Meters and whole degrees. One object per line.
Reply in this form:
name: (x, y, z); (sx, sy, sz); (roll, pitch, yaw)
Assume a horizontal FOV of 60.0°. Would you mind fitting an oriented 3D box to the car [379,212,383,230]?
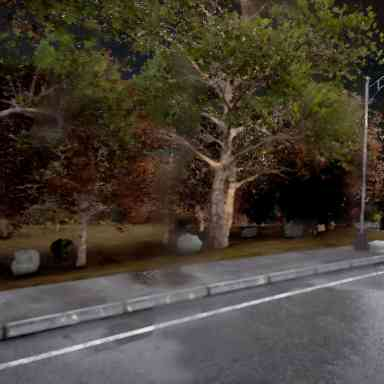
car: (20.872, 3.014, 33.854); (2.150, 2.045, 5.566); (2, -3, 15)
